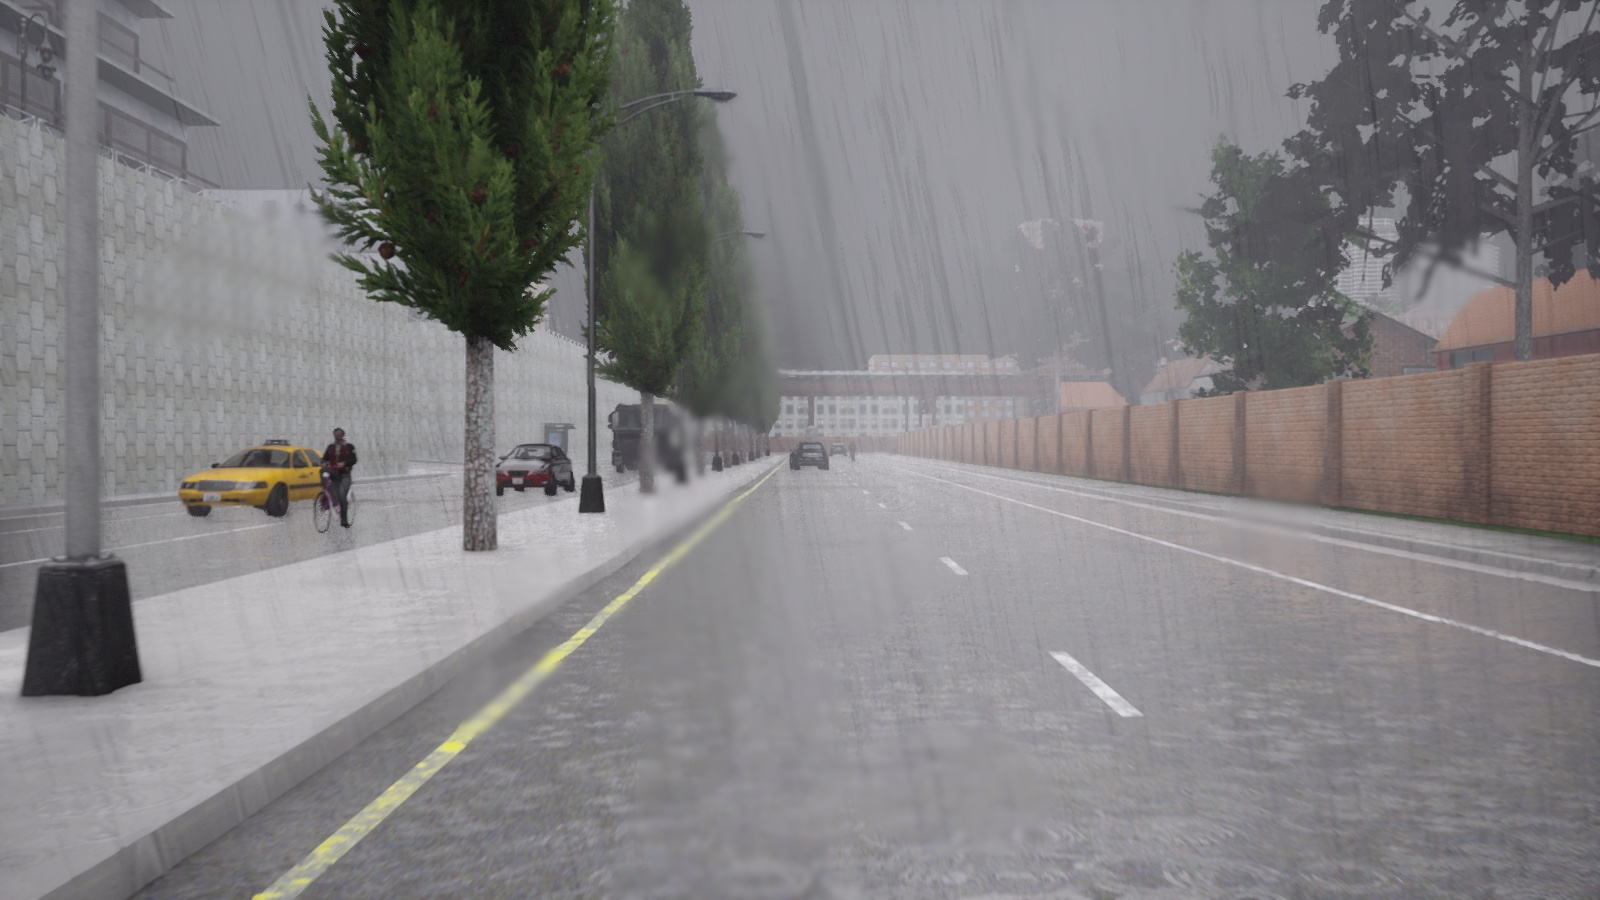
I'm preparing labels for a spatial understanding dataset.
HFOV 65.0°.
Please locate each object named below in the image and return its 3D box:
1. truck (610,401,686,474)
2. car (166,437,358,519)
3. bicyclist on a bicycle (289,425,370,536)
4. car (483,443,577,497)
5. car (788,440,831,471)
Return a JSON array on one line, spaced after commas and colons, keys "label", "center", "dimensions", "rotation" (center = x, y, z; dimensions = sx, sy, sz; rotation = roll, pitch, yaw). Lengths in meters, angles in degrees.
[{"label": "truck", "center": [-7.619, -0.607, 63.924], "dimensions": [2.891, 3.462, 7.936], "rotation": [0, 0, 0]}, {"label": "car", "center": [-11.332, 0.524, 26.941], "dimensions": [1.801, 1.575, 5.366], "rotation": [0, 0, 0]}, {"label": "bicyclist on a bicycle", "center": [-7.865, 0.492, 21.061], "dimensions": [0.659, 1.776, 1.843], "rotation": [0, 0, 0]}, {"label": "car", "center": [-7.777, 0.548, 36.561], "dimensions": [1.816, 1.474, 4.193], "rotation": [0, 0, 0]}, {"label": "car", "center": [0.499, 0.279, 70.545], "dimensions": [2.033, 1.649, 4.856], "rotation": [0, 0, -4]}]
